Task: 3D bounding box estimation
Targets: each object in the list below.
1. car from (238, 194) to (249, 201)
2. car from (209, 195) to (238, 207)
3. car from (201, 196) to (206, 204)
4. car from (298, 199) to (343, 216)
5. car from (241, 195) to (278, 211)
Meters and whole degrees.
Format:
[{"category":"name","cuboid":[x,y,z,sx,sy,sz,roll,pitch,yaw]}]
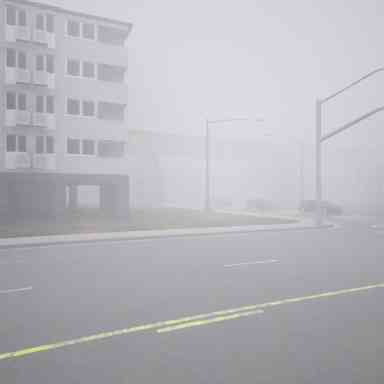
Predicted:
[{"category":"car","cuboid":[11.407,1.540,75.339,2.033,1.411,5.357,0,0,41]},{"category":"car","cuboid":[4.676,1.505,51.310,1.837,1.490,4.892,0,0,-21]},{"category":"car","cuboid":[2.728,1.505,61.448,1.837,1.490,4.892,0,0,3]},{"category":"car","cuboid":[12.834,1.505,33.440,1.837,1.490,4.892,0,0,-25]},{"category":"car","cuboid":[8.803,1.491,42.015,2.128,1.511,4.902,0,0,-25]}]
